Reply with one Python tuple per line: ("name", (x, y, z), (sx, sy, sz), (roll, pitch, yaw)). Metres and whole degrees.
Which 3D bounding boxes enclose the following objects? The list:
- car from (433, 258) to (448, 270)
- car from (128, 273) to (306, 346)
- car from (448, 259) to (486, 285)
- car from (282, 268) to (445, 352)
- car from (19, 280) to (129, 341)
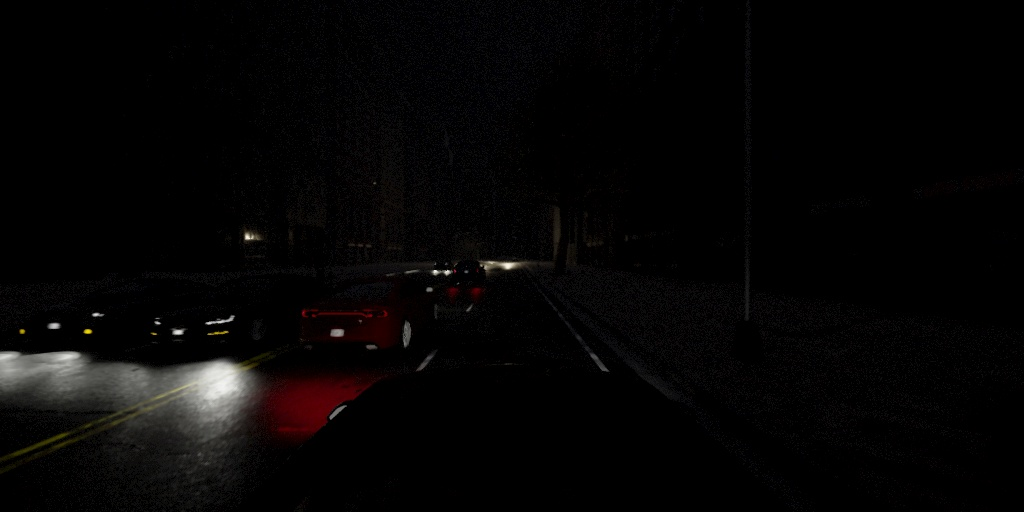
("car", (-9.801, 1.116, 51.288), (2.097, 1.767, 4.553), (0, 0, 0))
("car", (-6.595, 1.256, 9.511), (1.837, 1.490, 4.892), (0, 0, 0))
("car", (-3.140, 1.107, 26.697), (2.097, 1.767, 4.553), (0, 0, 0))
("car", (-3.147, 1.229, 8.939), (1.882, 1.535, 5.008), (0, 0, 0))
("car", (-9.846, 1.315, 9.698), (1.994, 1.385, 4.181), (0, 0, 0))
